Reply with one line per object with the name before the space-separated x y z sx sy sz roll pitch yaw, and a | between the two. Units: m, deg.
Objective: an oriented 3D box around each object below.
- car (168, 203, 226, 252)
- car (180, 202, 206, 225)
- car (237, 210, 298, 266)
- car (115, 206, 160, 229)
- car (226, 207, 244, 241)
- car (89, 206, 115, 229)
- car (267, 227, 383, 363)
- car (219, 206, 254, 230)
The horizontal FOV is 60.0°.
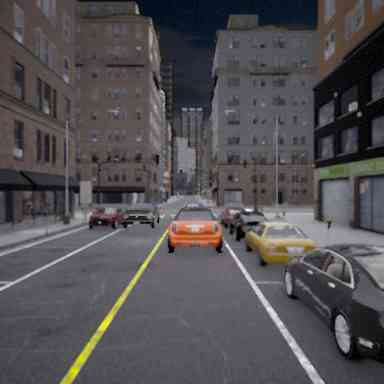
car | 0.121 1.418 14.428 2.097 1.767 4.553 0 0 0
car | 0.146 1.597 26.493 1.882 1.535 5.008 0 0 1
car | 2.884 1.579 11.585 1.752 1.417 4.829 -1 0 0
car | -2.968 1.287 20.466 2.033 1.411 5.357 0 0 0
car | 2.895 1.643 17.001 1.947 1.339 4.313 -1 0 0
car | -5.640 1.647 22.600 1.887 1.381 4.507 -1 0 0
car | 2.873 1.578 5.830 2.008 1.369 4.403 -1 0 0
car | 2.906 1.684 22.587 1.802 1.307 4.206 -1 0 0
